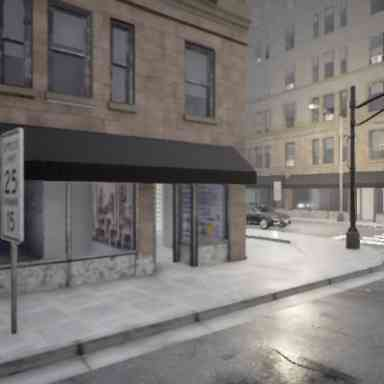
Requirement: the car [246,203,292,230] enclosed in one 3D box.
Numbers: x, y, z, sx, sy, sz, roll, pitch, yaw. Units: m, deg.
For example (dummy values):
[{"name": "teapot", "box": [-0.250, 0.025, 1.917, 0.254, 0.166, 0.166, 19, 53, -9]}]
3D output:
[{"name": "car", "box": [4.122, 1.503, 21.409, 1.837, 1.490, 4.892, 0, 0, -36]}]
